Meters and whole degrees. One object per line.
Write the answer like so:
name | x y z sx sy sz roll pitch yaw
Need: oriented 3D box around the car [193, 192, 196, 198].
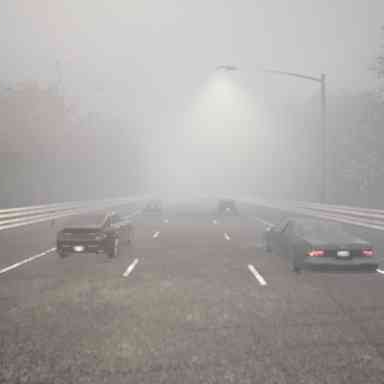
car | 2.057 1.051 85.024 2.163 1.488 4.792 0 0 -2

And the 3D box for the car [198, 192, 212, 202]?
car | 2.702 1.200 62.929 1.812 1.442 4.674 0 0 -1

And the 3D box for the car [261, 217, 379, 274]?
car | 3.570 1.497 10.388 2.033 1.411 5.357 0 0 0

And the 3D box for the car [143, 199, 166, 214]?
car | -3.627 1.385 32.611 2.033 1.411 5.357 0 0 -1

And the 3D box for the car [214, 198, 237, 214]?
car | 3.357 1.338 33.565 1.837 1.490 4.892 0 0 -1

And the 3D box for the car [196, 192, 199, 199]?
car | 2.402 1.212 73.992 1.895 1.301 4.718 0 0 -2

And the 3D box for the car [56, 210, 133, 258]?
car | -3.444 1.444 12.495 1.837 1.490 4.892 0 0 0
